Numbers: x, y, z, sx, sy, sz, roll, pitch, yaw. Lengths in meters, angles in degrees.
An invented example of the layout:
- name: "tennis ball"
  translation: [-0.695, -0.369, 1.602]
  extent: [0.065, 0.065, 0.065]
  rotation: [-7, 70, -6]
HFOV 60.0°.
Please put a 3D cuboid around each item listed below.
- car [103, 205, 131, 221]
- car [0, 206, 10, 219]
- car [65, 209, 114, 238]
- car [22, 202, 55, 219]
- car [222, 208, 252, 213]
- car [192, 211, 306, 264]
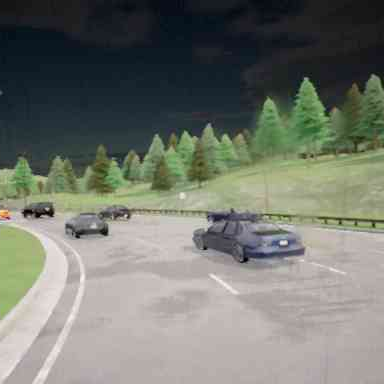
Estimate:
- name: "car"
  translation: [-8.211, 2.187, 35.261]
  extent: [1.837, 1.490, 4.892]
  rotation: [1, -2, -40]
- name: "car"
  translation: [-24.764, 2.564, 41.926]
  extent: [4.553, 1.767, 2.097]
  rotation: [-2, -1, 42]
- name: "car"
  translation: [-6.655, 2.016, 20.863]
  extent: [1.994, 1.385, 4.181]
  rotation: [-1, -1, -30]
- name: "car"
  translation: [-19.442, 2.294, 41.996]
  extent: [5.566, 2.045, 2.150]
  rotation: [-2, -1, 42]
- name: "car"
  translation: [3.058, 1.854, 25.541]
  extent: [1.895, 1.301, 4.718]
  rotation: [-1, -1, -32]
- name: "car"
  translation: [1.813, 1.664, 12.524]
  extent: [2.033, 1.411, 5.357]
  rotation: [-1, -1, -23]
